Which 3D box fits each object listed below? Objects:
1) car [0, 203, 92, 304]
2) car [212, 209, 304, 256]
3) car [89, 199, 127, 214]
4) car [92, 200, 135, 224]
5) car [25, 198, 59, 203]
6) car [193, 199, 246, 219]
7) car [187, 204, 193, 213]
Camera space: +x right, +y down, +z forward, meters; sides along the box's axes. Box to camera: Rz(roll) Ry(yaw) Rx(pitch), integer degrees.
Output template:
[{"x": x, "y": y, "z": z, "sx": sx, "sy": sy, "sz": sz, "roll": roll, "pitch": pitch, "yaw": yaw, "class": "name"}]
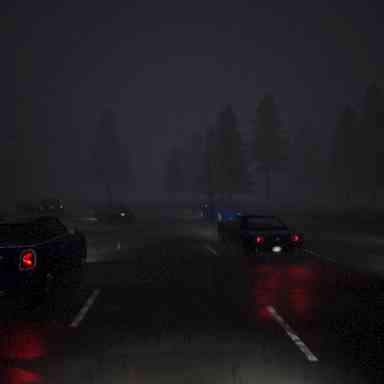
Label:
[{"x": -4.067, "y": 1.336, "z": 8.201, "sx": 2.097, "sy": 1.767, "sz": 4.553, "roll": 0, "pitch": 0, "yaw": -6, "class": "car"}, {"x": 2.377, "y": 1.550, "z": 12.987, "sx": 1.895, "sy": 1.301, "sz": 4.718, "roll": 0, "pitch": 0, "yaw": -10, "class": "car"}, {"x": -8.682, "y": 1.474, "z": 34.364, "sx": 1.994, "sy": 1.385, "sz": 4.181, "roll": 0, "pitch": 0, "yaw": -44, "class": "car"}, {"x": -5.735, "y": 1.499, "z": 24.654, "sx": 1.994, "sy": 1.385, "sz": 4.181, "roll": 0, "pitch": 0, "yaw": -29, "class": "car"}, {"x": -12.820, "y": 1.293, "z": 28.727, "sx": 2.097, "sy": 1.767, "sz": 4.553, "roll": -1, "pitch": 0, "yaw": -41, "class": "car"}, {"x": 2.215, "y": 1.386, "z": 25.353, "sx": 1.882, "sy": 1.535, "sz": 5.008, "roll": 0, "pitch": 0, "yaw": -24, "class": "car"}, {"x": 1.716, "y": 1.431, "z": 33.379, "sx": 2.033, "sy": 1.411, "sz": 5.357, "roll": 0, "pitch": 0, "yaw": -36, "class": "car"}]
